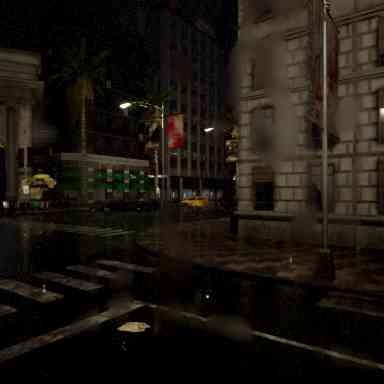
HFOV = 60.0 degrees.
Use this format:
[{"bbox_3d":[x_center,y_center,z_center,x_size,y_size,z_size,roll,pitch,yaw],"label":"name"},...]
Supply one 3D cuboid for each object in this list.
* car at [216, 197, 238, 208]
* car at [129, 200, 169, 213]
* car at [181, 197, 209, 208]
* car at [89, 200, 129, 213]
[{"bbox_3d":[5.457,1.525,49.374,1.812,1.442,4.674,0,0,43],"label":"car"},{"bbox_3d":[-4.433,1.564,36.560,1.994,1.385,4.181,0,0,36],"label":"car"},{"bbox_3d":[0.438,1.477,48.824,1.882,1.535,5.008,0,0,39],"label":"car"},{"bbox_3d":[-8.686,1.547,36.689,2.033,1.411,5.357,0,0,36],"label":"car"}]
